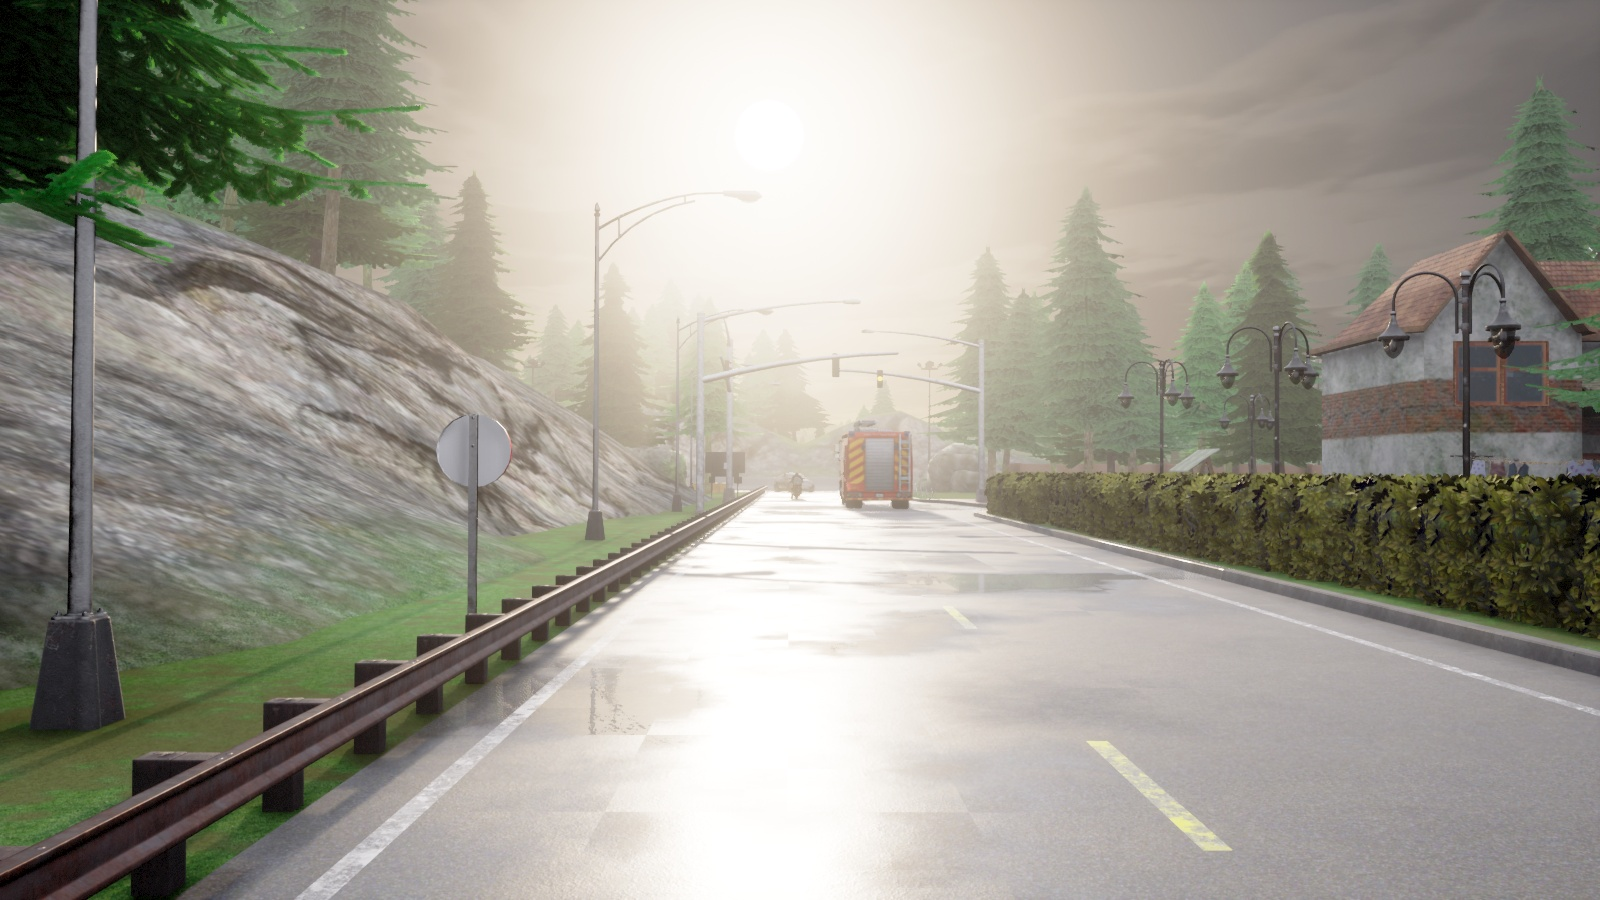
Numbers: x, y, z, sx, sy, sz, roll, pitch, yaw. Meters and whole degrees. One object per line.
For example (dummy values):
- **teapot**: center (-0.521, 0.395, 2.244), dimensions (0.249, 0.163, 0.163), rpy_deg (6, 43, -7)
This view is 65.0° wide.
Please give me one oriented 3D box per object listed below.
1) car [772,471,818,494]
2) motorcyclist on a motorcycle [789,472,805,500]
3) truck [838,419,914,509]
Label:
- **car**: center (-0.406, 2.509, 94.977), dimensions (2.033, 1.649, 4.856), rpy_deg (2, -3, -19)
- **motorcyclist on a motorcycle**: center (-0.166, 2.027, 70.237), dimensions (0.866, 1.530, 2.191), rpy_deg (0, -1, 0)
- **truck**: center (3.364, 0.625, 57.749), dimensions (2.891, 3.827, 8.468), rpy_deg (0, 0, 0)
